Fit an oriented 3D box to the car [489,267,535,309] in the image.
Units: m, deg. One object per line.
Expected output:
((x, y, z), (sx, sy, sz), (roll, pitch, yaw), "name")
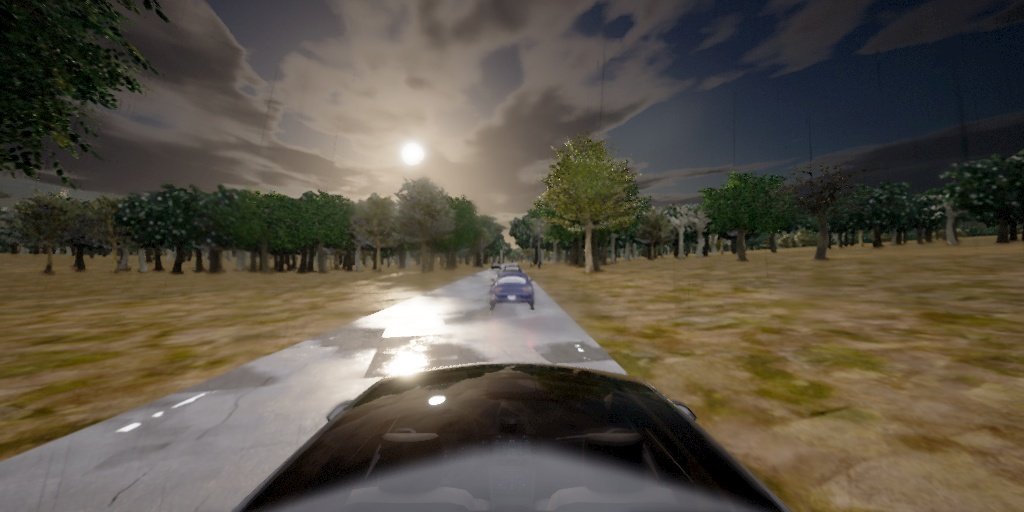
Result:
((0.025, 1.411, 15.704), (1.812, 1.442, 4.674), (0, 0, 0), "car")

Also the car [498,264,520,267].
((0.023, 1.545, 30.311), (1.837, 1.490, 4.892), (0, 0, 0), "car")
